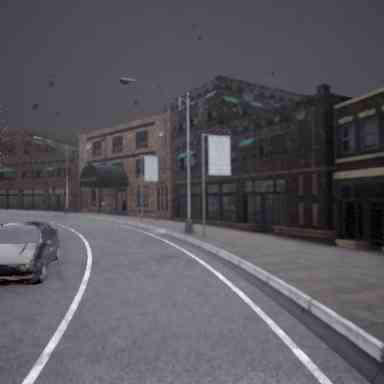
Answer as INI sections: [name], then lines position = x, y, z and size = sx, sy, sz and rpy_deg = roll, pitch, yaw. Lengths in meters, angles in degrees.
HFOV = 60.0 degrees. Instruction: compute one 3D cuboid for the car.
[car]
position = -5.003, 1.596, 9.690
size = 2.033, 1.411, 5.357
rpy_deg = 0, 0, -15
